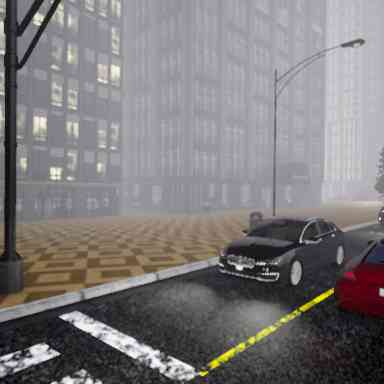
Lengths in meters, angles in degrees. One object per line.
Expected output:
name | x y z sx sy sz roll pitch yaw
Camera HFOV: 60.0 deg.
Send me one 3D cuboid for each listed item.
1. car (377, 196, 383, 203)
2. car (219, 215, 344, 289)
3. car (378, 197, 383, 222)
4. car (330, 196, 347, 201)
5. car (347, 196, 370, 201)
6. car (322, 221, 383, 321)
car | 39.338 1.421 65.597 2.008 1.369 4.403 -1 0 -33
car | 2.709 1.446 9.263 1.837 1.490 4.892 1 1 43
car | 13.445 1.127 20.641 2.150 2.045 5.566 1 1 44
car | 37.241 1.567 84.322 1.947 1.339 4.313 -1 0 -33
car | 40.287 1.534 79.594 1.947 1.339 4.313 -1 0 -33
car | 4.437 1.543 6.619 1.994 1.385 4.181 1 1 42
